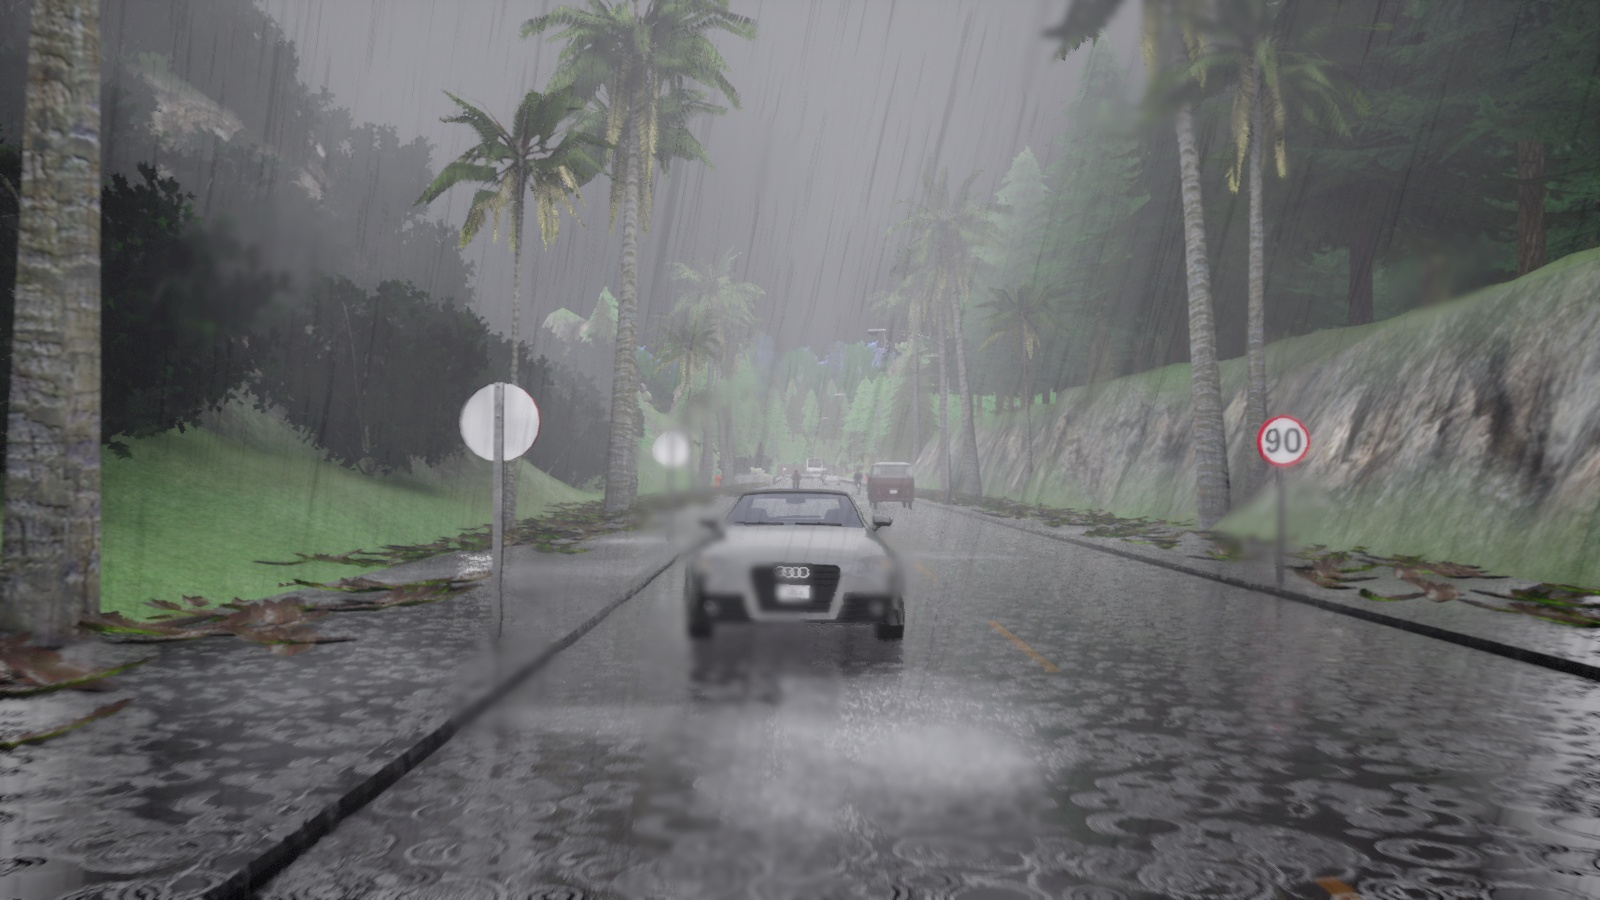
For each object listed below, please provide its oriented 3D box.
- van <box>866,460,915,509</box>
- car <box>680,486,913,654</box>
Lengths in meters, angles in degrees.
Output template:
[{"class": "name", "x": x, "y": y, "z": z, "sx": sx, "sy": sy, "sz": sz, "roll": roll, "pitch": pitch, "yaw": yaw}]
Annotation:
[{"class": "van", "x": 3.852, "y": 1.458, "z": 54.099, "sx": 1.775, "sy": 1.987, "sz": 4.442, "roll": 0, "pitch": -1, "yaw": 0}, {"class": "car", "x": -0.036, "y": 1.094, "z": 12.892, "sx": 1.994, "sy": 1.385, "sz": 4.181, "roll": 0, "pitch": -1, "yaw": 0}]
